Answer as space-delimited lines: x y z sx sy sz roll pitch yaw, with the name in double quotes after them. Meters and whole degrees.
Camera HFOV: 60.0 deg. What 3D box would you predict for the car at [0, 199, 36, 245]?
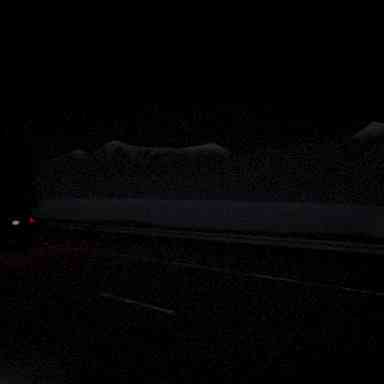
-9.255 1.331 14.885 5.566 2.045 2.150 0 0 35 "car"
